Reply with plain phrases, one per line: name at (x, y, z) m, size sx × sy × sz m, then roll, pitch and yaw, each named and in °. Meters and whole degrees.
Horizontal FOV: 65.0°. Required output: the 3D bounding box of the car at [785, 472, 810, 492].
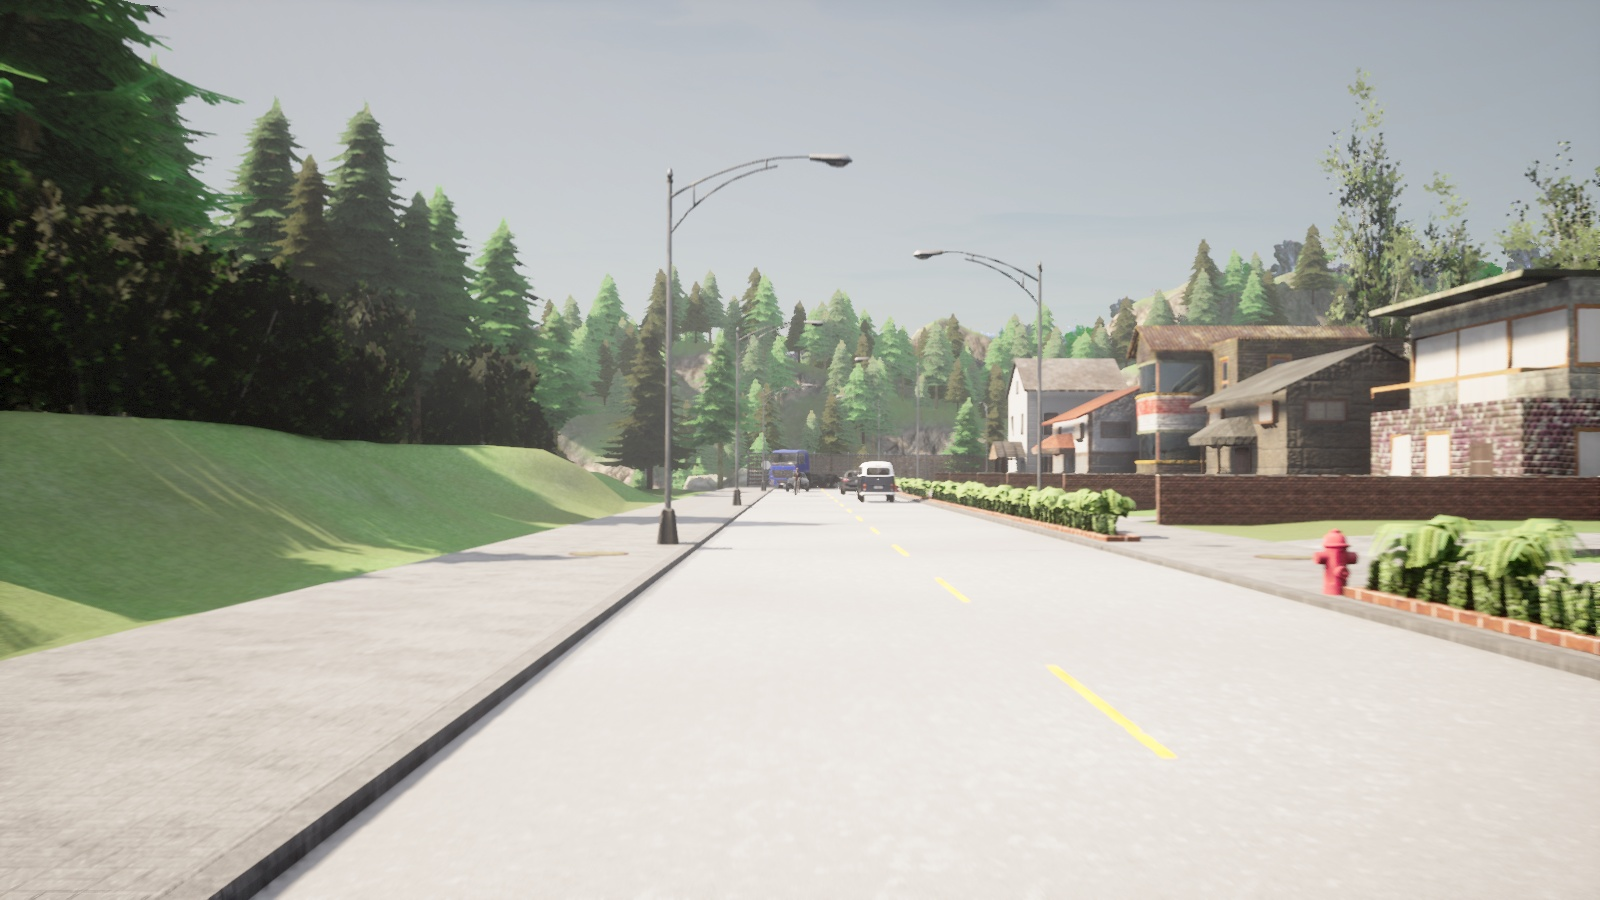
car at (-0.171, 2.417, 95.195) m, size 1.816 × 1.474 × 4.193 m, roll 0°, pitch -1°, yaw 0°

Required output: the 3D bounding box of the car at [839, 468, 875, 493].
car at (3.845, 2.067, 85.332) m, size 2.242 × 1.667 × 4.611 m, roll 0°, pitch -1°, yaw 0°

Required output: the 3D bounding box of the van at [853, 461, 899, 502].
van at (3.876, 1.600, 64.586) m, size 2.069 × 2.038 × 4.480 m, roll 0°, pitch -1°, yaw 0°
